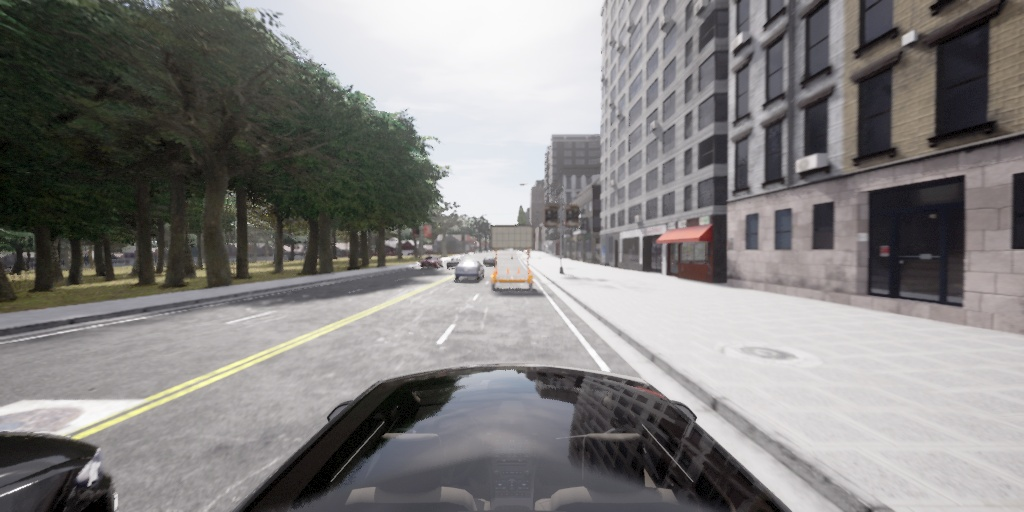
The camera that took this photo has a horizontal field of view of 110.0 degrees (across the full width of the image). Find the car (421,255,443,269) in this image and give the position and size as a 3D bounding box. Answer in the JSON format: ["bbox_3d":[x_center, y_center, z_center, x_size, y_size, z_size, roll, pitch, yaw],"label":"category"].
[{"bbox_3d":[-9.826,0.700,44.077,1.882,1.535,5.008,0,1,0],"label":"car"}]

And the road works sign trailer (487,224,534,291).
[{"bbox_3d":[0.004,0.009,20.157,2.380,3.560,2.880,0,0,0],"label":"road works sign trailer"}]

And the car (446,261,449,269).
[{"bbox_3d":[-6.578,0.842,42.681,1.895,1.301,4.718,0,1,0],"label":"car"}]

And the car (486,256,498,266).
[{"bbox_3d":[-3.142,0.680,51.603,1.994,1.385,4.181,0,1,0],"label":"car"}]

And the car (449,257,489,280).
[{"bbox_3d":[-3.145,0.997,27.232,2.033,1.411,5.357,0,1,0],"label":"car"}]
